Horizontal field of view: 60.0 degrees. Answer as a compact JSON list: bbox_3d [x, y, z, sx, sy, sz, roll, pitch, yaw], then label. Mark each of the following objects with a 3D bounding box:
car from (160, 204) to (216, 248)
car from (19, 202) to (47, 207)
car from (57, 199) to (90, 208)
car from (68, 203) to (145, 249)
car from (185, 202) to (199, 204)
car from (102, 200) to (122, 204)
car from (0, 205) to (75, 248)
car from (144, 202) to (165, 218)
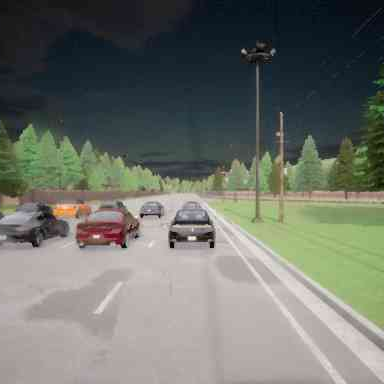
[{"bbox_3d":[0.000,1.492,14.650,2.128,1.511,4.902,0,0,0],"label":"car"},{"bbox_3d":[-14.000,1.569,29.650,1.994,1.385,4.181,0,0,0],"label":"car"},{"bbox_3d":[-10.500,1.363,29.620,2.097,1.767,4.553,0,0,0],"label":"car"},{"bbox_3d":[-3.500,1.482,14.650,1.882,1.535,5.008,0,0,0],"label":"car"},{"bbox_3d":[0.000,1.561,29.650,2.033,1.411,5.357,0,0,0],"label":"car"},{"bbox_3d":[-7.000,1.514,29.650,1.837,1.490,4.892,0,0,0],"label":"car"},{"bbox_3d":[-7.000,1.530,14.650,1.812,1.442,4.674,0,0,0],"label":"car"},{"bbox_3d":[-3.500,1.560,29.650,2.033,1.411,5.357,0,0,0],"label":"car"}]
